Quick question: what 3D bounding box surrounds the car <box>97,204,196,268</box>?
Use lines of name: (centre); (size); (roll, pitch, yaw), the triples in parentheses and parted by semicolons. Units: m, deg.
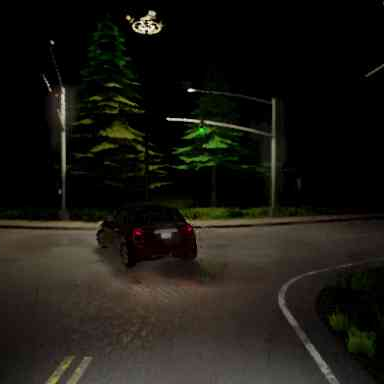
car: (-1.680, 1.184, 11.137); (2.097, 1.767, 4.553); (-1, 2, -27)
